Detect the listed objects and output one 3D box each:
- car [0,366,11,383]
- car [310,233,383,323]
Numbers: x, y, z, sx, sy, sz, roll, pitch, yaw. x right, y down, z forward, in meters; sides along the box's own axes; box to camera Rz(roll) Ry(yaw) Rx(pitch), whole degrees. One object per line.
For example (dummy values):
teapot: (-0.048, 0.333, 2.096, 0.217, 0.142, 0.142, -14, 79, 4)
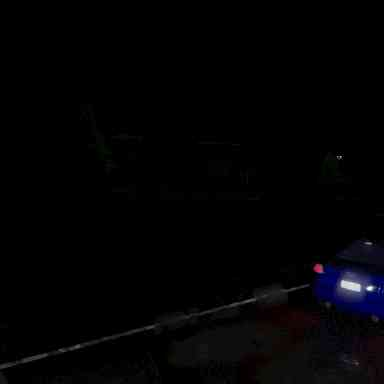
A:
car: (-3.355, 1.601, 1.356, 4.718, 1.301, 1.895, 0, 0, -35)
car: (4.322, 1.563, 6.825, 4.181, 1.385, 1.994, 0, 0, -36)
